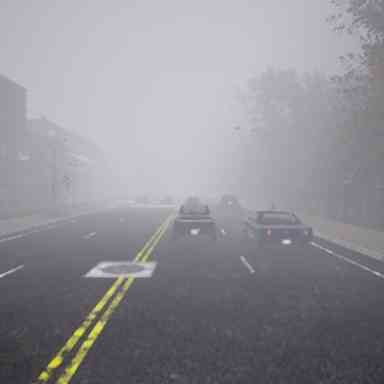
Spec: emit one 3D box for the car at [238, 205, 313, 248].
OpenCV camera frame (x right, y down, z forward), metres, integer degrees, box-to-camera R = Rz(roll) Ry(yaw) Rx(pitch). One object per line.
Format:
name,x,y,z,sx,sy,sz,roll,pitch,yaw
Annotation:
car,3.346,1.436,13.962,1.895,1.301,4.718,0,1,0

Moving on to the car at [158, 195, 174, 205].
car,-3.342,1.044,44.322,1.994,1.385,4.181,0,1,0

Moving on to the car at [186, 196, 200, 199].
car,0.092,1.140,32.908,1.812,1.442,4.674,0,1,0

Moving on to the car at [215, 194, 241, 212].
car,3.342,0.982,31.554,2.097,1.767,4.553,0,1,0

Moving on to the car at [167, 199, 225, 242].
car,0.096,1.311,15.309,2.128,1.511,4.902,0,1,0

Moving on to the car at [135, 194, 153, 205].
car,-6.591,1.028,45.735,1.994,1.385,4.181,0,1,0
